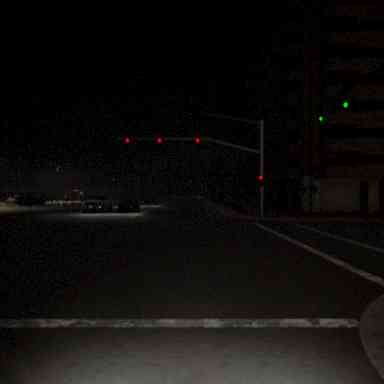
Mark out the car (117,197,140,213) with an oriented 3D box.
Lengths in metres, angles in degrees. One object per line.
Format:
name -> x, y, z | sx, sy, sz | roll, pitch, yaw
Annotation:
car -> -7.099, 1.473, 37.317 | 1.882, 1.535, 5.008 | 0, 1, 0

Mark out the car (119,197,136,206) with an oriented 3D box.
car -> -10.579, 1.518, 54.738 | 1.812, 1.442, 4.674 | 0, 0, 0

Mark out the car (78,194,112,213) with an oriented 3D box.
car -> -10.591, 1.215, 37.646 | 2.150, 2.045, 5.566 | 0, 0, 0

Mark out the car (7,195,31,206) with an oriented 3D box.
car -> -30.216, 1.387, 57.534 | 1.970, 1.475, 3.806 | 0, 0, 0

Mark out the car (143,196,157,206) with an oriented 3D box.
car -> -7.068, 1.469, 56.253 | 1.882, 1.535, 5.008 | 0, 0, 0

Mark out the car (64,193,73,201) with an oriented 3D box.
car -> -27.451, 1.145, 74.992 | 1.905, 1.878, 3.866 | 0, 0, 0

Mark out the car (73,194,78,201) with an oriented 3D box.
car -> -24.557, 1.142, 74.927 | 1.932, 1.855, 4.605 | 0, 0, 0
